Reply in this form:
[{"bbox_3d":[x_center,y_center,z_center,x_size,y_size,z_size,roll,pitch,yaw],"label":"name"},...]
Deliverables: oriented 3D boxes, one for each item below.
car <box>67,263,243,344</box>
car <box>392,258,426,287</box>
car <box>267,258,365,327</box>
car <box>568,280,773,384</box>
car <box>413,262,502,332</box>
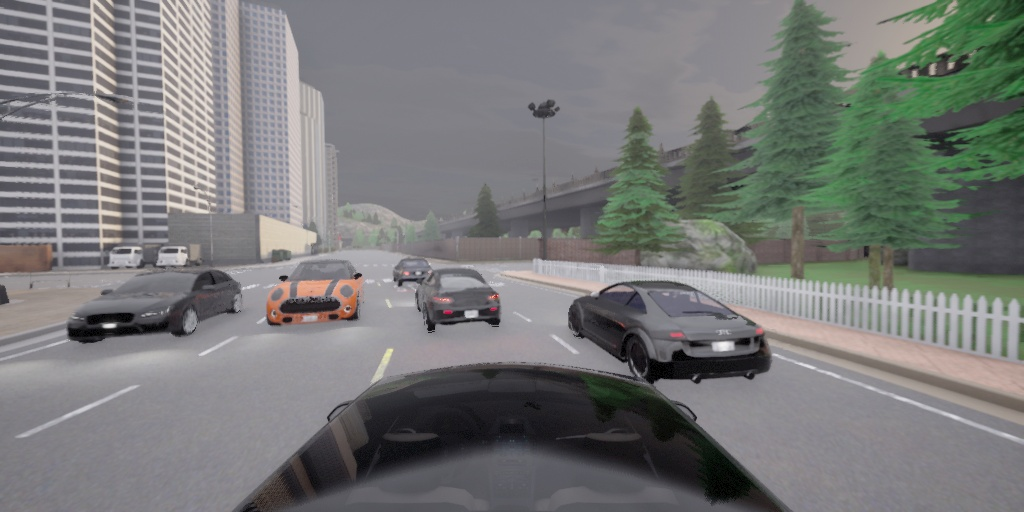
[{"bbox_3d":[-8.879,1.114,9.478,1.837,1.490,4.892,-1,1,-19],"label":"car"},{"bbox_3d":[-5.537,0.839,19.982,2.033,1.411,5.357,-1,2,-22],"label":"car"},{"bbox_3d":[-5.703,0.893,10.925,2.097,1.767,4.553,-1,2,-19],"label":"car"},{"bbox_3d":[2.556,1.149,6.871,1.994,1.385,4.181,-1,2,-9],"label":"car"},{"bbox_3d":[-1.629,1.056,10.099,1.812,1.442,4.674,-1,2,-19],"label":"car"}]
